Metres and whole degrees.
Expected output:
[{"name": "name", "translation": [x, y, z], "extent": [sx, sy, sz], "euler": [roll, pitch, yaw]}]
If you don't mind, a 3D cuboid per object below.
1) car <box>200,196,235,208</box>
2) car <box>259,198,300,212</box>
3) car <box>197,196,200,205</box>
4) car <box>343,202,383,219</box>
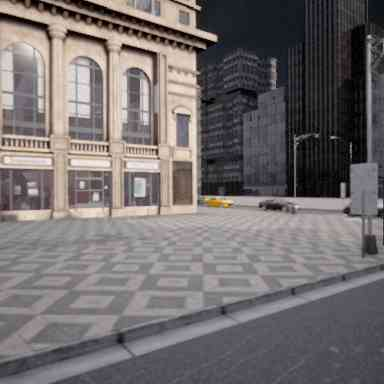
[{"name": "car", "translation": [3.682, 1.382, 44.892], "extent": [1.882, 1.535, 5.008], "euler": [-1, 0, -34]}, {"name": "car", "translation": [9.456, 1.425, 36.338], "extent": [2.128, 1.511, 4.902], "euler": [-1, 0, -34]}, {"name": "car", "translation": [0.747, 1.339, 54.831], "extent": [2.128, 1.511, 4.902], "euler": [-1, 1, -33]}, {"name": "car", "translation": [15.122, 1.487, 27.989], "extent": [1.812, 1.442, 4.674], "euler": [-1, 0, -34]}]
